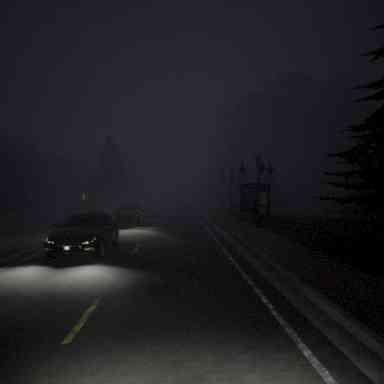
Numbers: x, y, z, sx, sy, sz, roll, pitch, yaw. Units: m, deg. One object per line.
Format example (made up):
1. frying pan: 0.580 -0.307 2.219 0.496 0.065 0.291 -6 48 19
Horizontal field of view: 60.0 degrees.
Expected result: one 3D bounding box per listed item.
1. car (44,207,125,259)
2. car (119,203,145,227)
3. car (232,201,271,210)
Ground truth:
1. car: -4.067 1.551 12.971 1.837 1.490 4.892 0 0 -2
2. car: -4.499 1.560 24.025 1.882 1.535 5.008 0 0 -2
3. car: 7.787 1.733 43.600 4.718 1.301 1.895 0 0 -4
